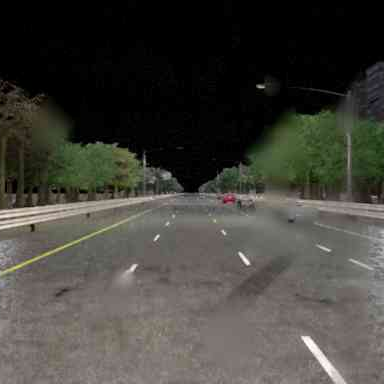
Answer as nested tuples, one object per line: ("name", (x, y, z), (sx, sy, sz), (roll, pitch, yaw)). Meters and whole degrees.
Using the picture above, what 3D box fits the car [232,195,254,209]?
("car", (7.076, 1.492, 44.641), (2.128, 1.511, 4.902), (0, 0, 0))

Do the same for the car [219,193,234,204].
("car", (7.120, 1.223, 64.637), (2.150, 2.045, 5.566), (0, 0, 0))

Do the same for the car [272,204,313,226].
("car", (7.031, 1.568, 23.610), (1.994, 1.385, 4.181), (0, 0, 0))
